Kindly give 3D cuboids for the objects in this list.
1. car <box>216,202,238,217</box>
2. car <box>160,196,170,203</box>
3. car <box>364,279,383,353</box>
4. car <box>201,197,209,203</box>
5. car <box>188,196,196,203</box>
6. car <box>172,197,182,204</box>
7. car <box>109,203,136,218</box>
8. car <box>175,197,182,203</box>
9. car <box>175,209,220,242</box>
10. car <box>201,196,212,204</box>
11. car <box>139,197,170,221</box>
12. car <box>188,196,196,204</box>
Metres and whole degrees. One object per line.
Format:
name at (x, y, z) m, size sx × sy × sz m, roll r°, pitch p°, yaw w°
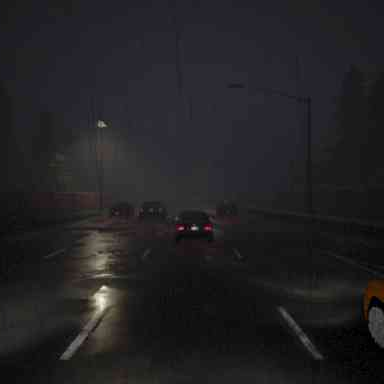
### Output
car at (3.576, 1.768, 34.632) m, size 2.128 × 1.511 × 4.902 m, roll 0°, pitch 0°, yaw 0°
car at (-7.064, 1.940, 87.806) m, size 2.097 × 1.767 × 4.553 m, roll 0°, pitch 0°, yaw 0°
car at (3.599, 1.501, 3.177) m, size 1.882 × 1.535 × 5.008 m, roll 0°, pitch -1°, yaw 0°
car at (3.436, 2.054, 87.843) m, size 1.882 × 1.535 × 5.008 m, roll 0°, pitch 0°, yaw 0°
car at (-0.064, 1.934, 87.812) m, size 2.097 × 1.767 × 4.553 m, roll 0°, pitch 0°, yaw 0°
car at (-3.557, 1.984, 77.805) m, size 2.097 × 1.767 × 4.553 m, roll 0°, pitch 0°, yaw 0°
car at (-6.921, 1.799, 33.101) m, size 1.812 × 1.442 × 4.674 m, roll 0°, pitch 0°, yaw 0°
car at (-3.564, 2.106, 87.837) m, size 1.812 × 1.442 × 4.674 m, roll 0°, pitch 0°, yaw 0°
car at (0.088, 1.688, 17.319) m, size 2.033 × 1.411 × 5.357 m, roll 0°, pitch 0°, yaw 0°
car at (3.444, 1.846, 77.455) m, size 2.150 × 2.045 × 5.566 m, roll 0°, pitch 0°, yaw 0°
car at (-3.420, 1.598, 30.000) m, size 2.097 × 1.767 × 4.553 m, roll 0°, pitch 0°, yaw 0°
car at (-0.056, 2.222, 77.866) m, size 1.895 × 1.301 × 4.718 m, roll 0°, pitch 0°, yaw 0°
